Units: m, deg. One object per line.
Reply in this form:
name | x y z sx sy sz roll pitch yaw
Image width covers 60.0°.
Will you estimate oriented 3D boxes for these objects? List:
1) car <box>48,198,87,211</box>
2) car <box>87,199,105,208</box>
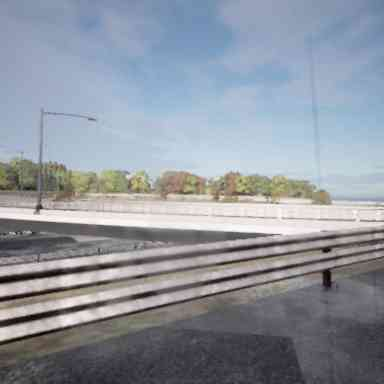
car | -16.094 1.557 42.116 4.892 1.490 1.837 0 -1 28
car | -13.835 1.656 44.877 4.674 1.442 1.812 1 -1 28
